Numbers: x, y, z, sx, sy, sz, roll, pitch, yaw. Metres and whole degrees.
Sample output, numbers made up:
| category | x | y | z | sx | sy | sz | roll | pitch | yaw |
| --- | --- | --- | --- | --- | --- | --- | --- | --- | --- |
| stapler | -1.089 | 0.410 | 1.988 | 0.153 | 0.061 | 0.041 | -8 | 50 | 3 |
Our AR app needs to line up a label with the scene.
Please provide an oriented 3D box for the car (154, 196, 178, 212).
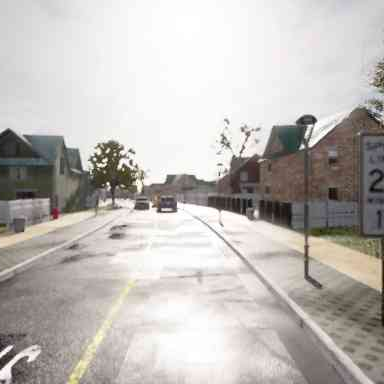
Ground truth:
| category | x | y | z | sx | sy | sz | roll | pitch | yaw |
| --- | --- | --- | --- | --- | --- | --- | --- | --- | --- |
| car | -2.868 | 1.257 | 37.937 | 2.097 | 1.767 | 4.553 | 0 | 0 | -9 |

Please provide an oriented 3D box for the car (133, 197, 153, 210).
| category | x | y | z | sx | sy | sz | roll | pitch | yaw |
| --- | --- | --- | --- | --- | --- | --- | --- | --- | --- |
| car | -6.252 | 1.421 | 41.692 | 1.837 | 1.490 | 4.892 | 0 | 0 | -9 |
